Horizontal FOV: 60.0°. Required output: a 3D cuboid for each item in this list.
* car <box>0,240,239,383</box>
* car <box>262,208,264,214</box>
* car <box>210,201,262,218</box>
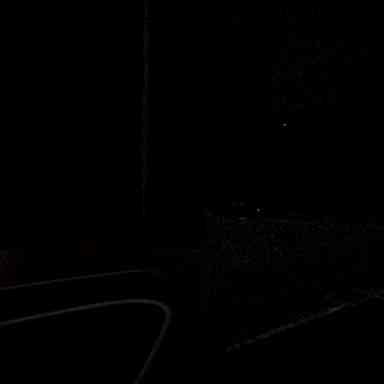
[{"bbox_3d":[-1.988,1.324,1.367,5.009,1.841,2.192,-1,2,-35],"label":"car"},{"bbox_3d":[5.237,1.741,33.750,1.994,1.385,4.181,1,-2,-35],"label":"car"},{"bbox_3d":[3.702,1.606,30.841,2.128,1.511,4.902,1,-2,-35],"label":"car"}]
